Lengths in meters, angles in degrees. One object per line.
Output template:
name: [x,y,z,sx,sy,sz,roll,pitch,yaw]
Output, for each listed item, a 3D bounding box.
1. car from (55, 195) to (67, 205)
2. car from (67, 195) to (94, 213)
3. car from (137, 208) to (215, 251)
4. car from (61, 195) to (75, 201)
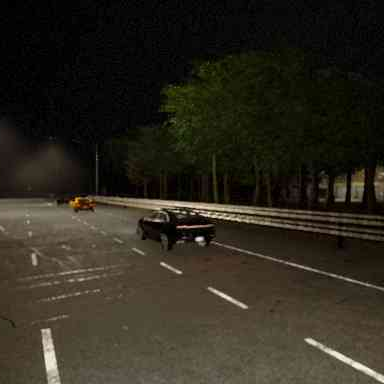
car: [-20.903,1.368,53.754,1.837,1.490,4.892,0,0,-25]
car: [-11.867,1.372,35.731,1.882,1.535,5.008,0,0,-27]
car: [-0.837,1.441,13.970,2.128,1.511,4.902,0,0,-27]
car: [-28.046,1.339,75.344,1.895,1.301,4.718,0,0,-9]
